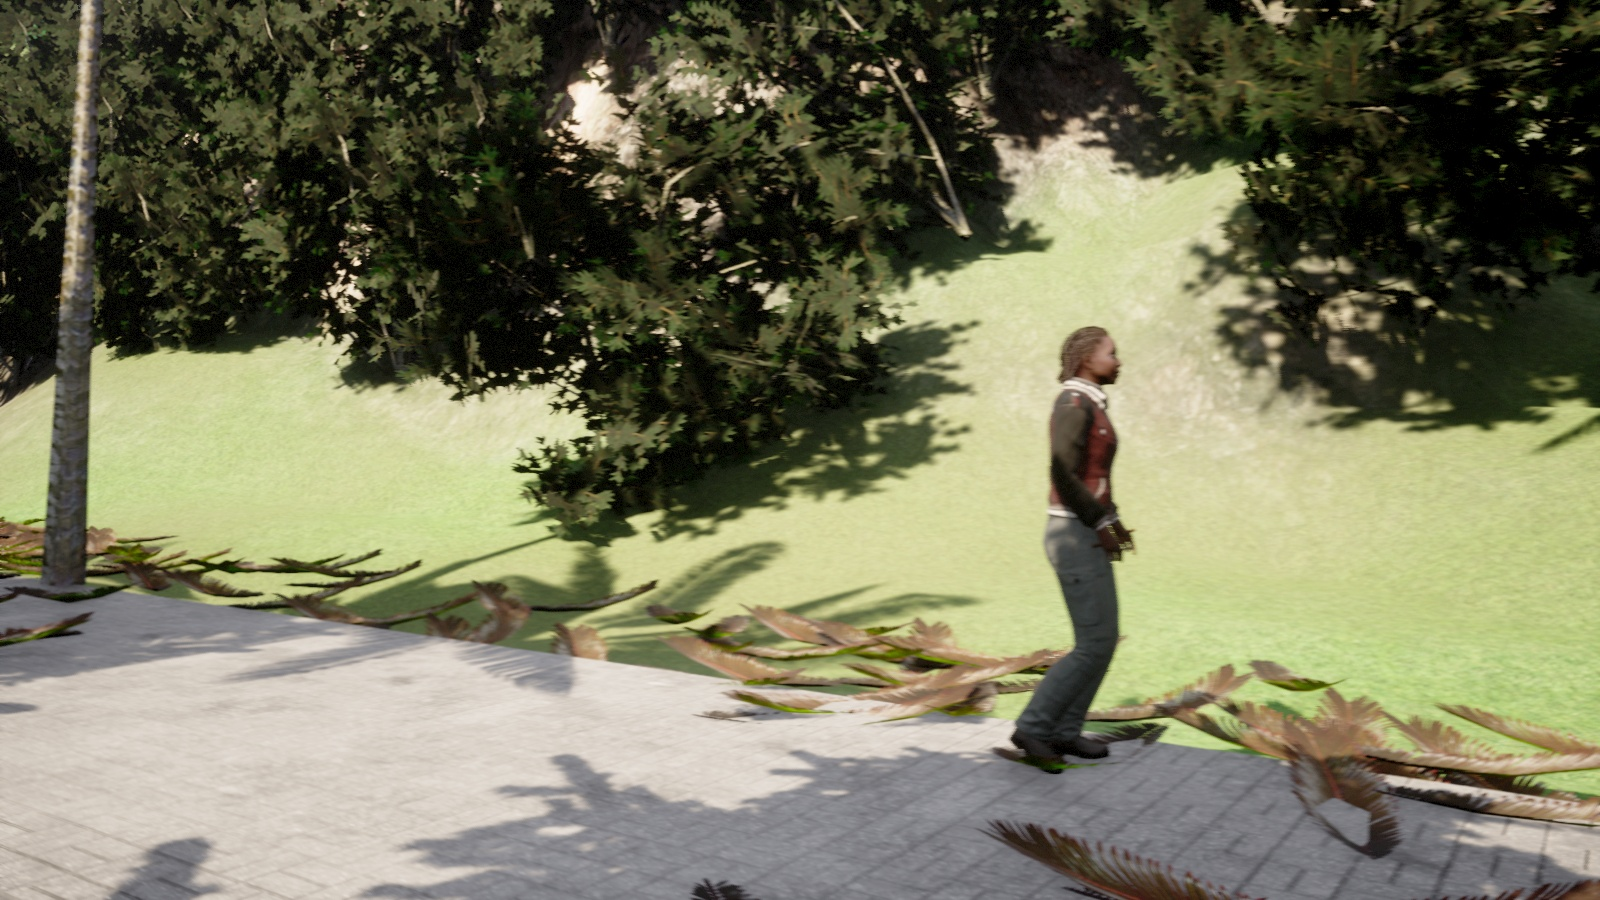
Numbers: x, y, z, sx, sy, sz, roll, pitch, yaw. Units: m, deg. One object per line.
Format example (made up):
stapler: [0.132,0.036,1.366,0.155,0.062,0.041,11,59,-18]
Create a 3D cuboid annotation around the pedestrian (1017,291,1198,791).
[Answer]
pedestrian: [1.267,0.350,5.149,0.666,1.930,0.402,0,1,21]
